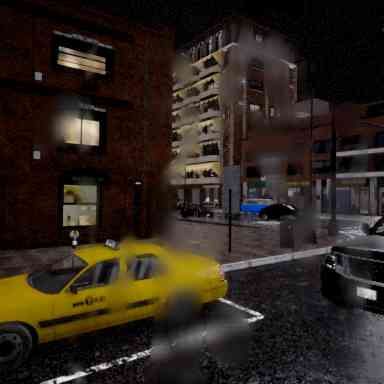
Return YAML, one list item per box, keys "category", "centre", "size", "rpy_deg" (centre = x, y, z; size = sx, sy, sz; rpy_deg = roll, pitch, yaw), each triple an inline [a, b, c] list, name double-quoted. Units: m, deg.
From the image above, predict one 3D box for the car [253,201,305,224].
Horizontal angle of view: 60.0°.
- category: "car"
  centre: [7.325, 1.654, 26.181]
  size: [1.812, 1.442, 4.674]
  rpy_deg: [1, -1, -35]

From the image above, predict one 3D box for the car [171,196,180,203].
- category: "car"
  centre: [-2.666, 1.520, 40.674]
  size: [2.150, 2.045, 5.566]
  rpy_deg: [1, -1, -35]

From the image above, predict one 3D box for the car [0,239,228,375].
- category: "car"
  centre: [-1.595, 1.526, 5.572]
  size: [4.829, 1.417, 1.752]
  rpy_deg: [0, 1, -35]

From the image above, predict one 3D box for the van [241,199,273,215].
- category: "van"
  centre: [7.129, 1.657, 36.645]
  size: [1.690, 1.788, 3.998]
  rpy_deg: [1, -1, -35]

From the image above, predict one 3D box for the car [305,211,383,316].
- category: "car"
  centre: [5.008, 1.229, 6.645]
  size: [5.566, 2.045, 2.150]
  rpy_deg: [0, 0, -33]

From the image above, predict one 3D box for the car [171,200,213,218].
- category: "car"
  centre: [0.231, 1.732, 31.886]
  size: [1.947, 1.339, 4.313]
  rpy_deg: [1, -1, -35]
